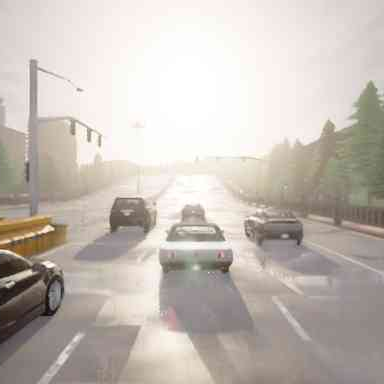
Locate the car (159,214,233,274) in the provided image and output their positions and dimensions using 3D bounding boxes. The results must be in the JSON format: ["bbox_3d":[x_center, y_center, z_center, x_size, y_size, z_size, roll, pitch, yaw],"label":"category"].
[{"bbox_3d":[0.099,1.597,10.536,1.895,1.301,4.718,0,0,0],"label":"car"}]

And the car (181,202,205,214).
[{"bbox_3d":[0.095,1.554,28.786,1.994,1.385,4.181,0,0,0],"label":"car"}]

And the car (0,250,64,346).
[{"bbox_3d":[-3.402,1.501,4.592,1.837,1.490,4.892,0,0,0],"label":"car"}]

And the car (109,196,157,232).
[{"bbox_3d":[-3.403,1.217,20.084,2.150,2.045,5.566,0,0,0],"label":"car"}]

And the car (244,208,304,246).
[{"bbox_3d":[3.596,1.487,15.272,2.128,1.511,4.902,0,0,0],"label":"car"}]
